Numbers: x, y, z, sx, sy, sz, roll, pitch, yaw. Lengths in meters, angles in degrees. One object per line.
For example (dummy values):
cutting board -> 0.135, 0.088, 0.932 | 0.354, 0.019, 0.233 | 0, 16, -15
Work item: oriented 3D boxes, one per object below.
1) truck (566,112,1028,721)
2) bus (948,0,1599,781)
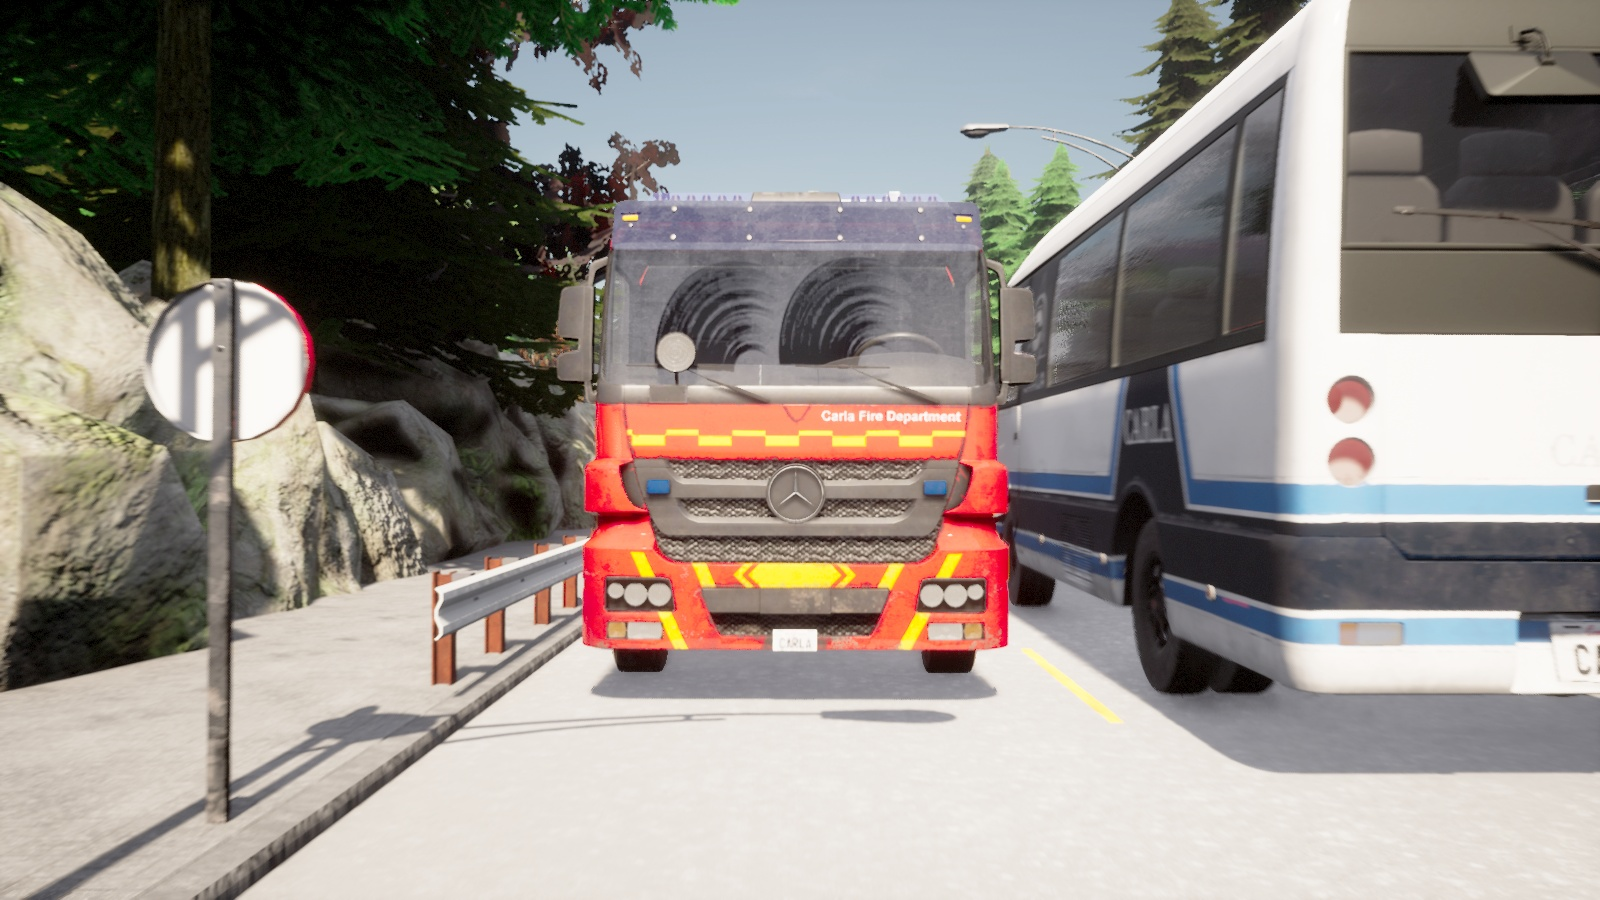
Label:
truck -> -0.035, -0.146, 12.148 | 2.891, 3.827, 8.468 | 0, -1, 0
bus -> 3.966, -0.383, 11.617 | 3.944, 4.253, 10.273 | 0, -1, 0
